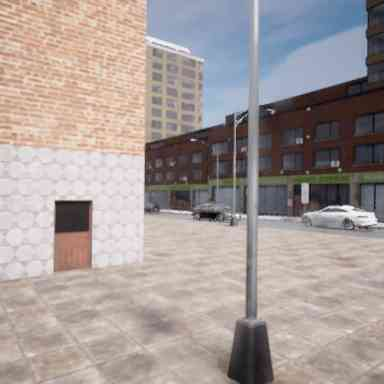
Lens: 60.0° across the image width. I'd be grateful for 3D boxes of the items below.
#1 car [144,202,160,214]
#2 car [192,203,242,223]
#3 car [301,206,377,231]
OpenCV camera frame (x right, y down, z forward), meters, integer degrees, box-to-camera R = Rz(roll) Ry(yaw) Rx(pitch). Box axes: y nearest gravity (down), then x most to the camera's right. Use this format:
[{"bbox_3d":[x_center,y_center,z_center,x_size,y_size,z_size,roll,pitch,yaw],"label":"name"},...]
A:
[{"bbox_3d":[-5.700,1.990,42.270,1.812,1.442,4.674,1,-2,-35],"label":"car"},{"bbox_3d":[1.899,1.638,26.477,2.128,1.511,4.902,1,-1,-35],"label":"car"},{"bbox_3d":[9.225,1.607,21.253,1.812,1.442,4.674,1,-1,-35],"label":"car"}]
